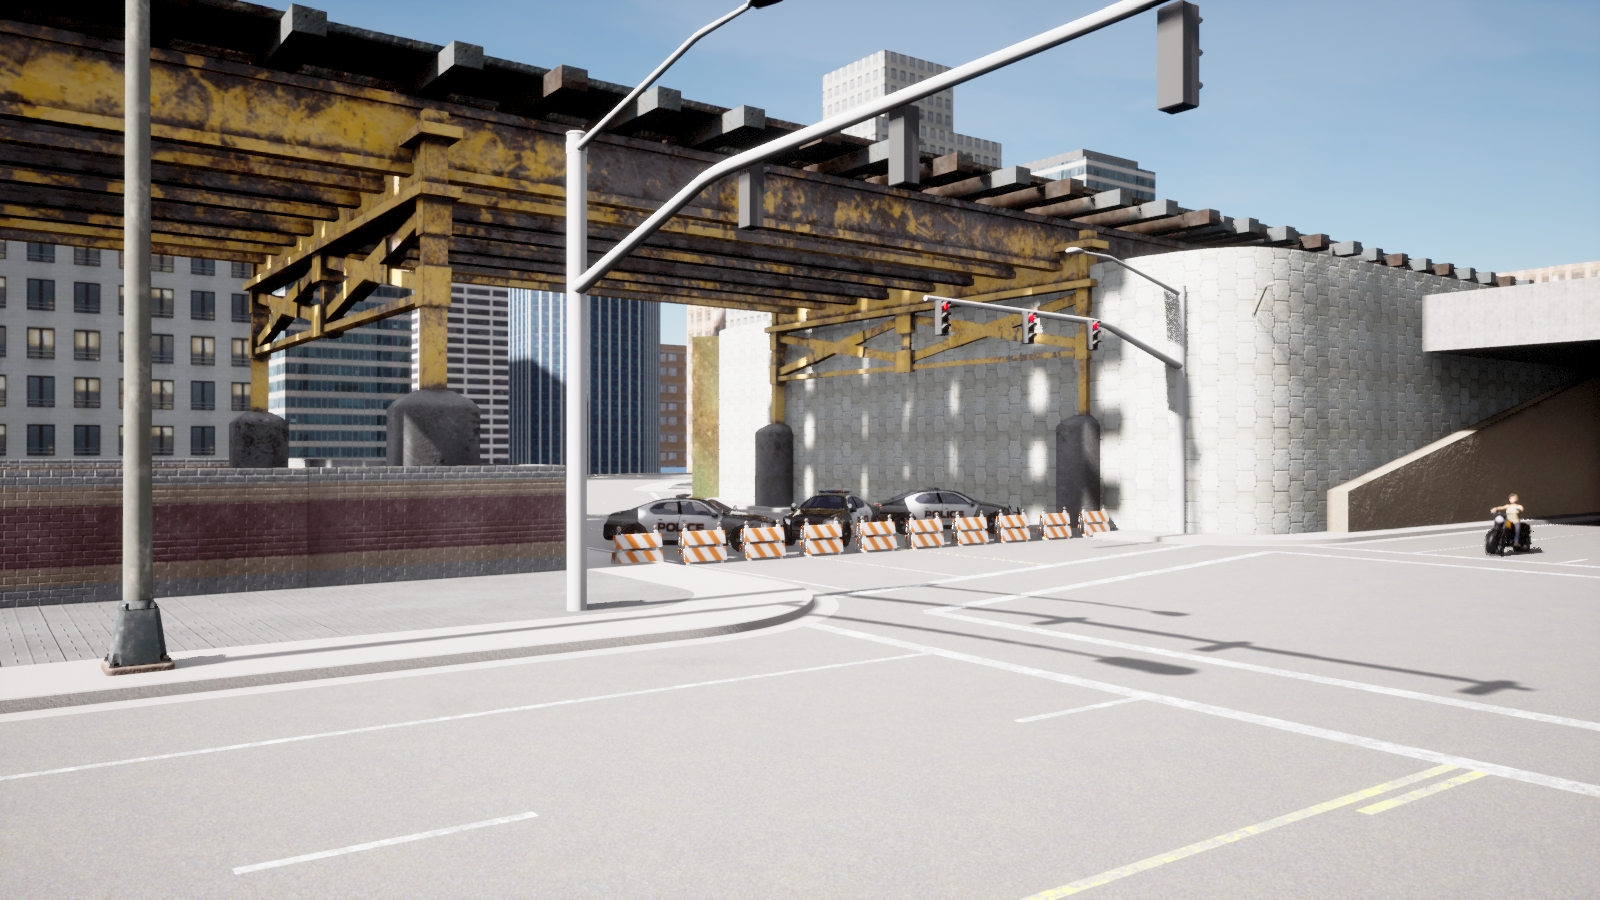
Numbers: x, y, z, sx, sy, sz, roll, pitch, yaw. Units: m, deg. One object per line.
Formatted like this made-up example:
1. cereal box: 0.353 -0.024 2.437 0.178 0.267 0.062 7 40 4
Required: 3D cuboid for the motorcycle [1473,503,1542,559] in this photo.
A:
1. motorcycle: 18.827 2.142 30.384 2.356 1.332 0.764 0 0 -37
